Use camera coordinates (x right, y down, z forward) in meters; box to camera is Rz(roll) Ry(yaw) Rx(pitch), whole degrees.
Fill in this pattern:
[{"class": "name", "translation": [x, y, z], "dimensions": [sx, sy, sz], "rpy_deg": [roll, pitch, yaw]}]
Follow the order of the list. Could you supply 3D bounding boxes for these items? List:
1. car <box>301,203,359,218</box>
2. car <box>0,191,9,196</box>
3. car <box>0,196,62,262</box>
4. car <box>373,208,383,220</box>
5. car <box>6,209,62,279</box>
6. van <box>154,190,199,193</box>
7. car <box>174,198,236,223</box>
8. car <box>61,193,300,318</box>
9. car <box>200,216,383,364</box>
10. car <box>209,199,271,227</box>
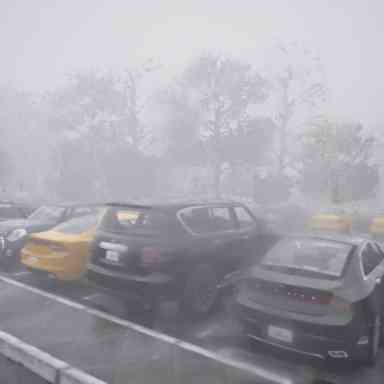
[{"class": "car", "translation": [7.990, 1.388, 18.406], "dimensions": [1.946, 1.575, 5.366], "rpy_deg": [2, 1, 36]}, {"class": "car", "translation": [-23.234, 0.870, 40.520], "dimensions": [2.097, 1.535, 5.008], "rpy_deg": [3, 2, 36]}, {"class": "car", "translation": [-4.245, 1.132, 10.940], "dimensions": [2.185, 1.767, 4.553], "rpy_deg": [2, 1, 36]}, {"class": "car", "translation": [10.250, 1.444, 16.763], "dimensions": [1.946, 1.575, 5.366], "rpy_deg": [2, 1, 36]}, {"class": "car", "translation": [-2.022, 1.333, 9.279], "dimensions": [2.097, 1.535, 5.008], "rpy_deg": [2, 1, 36]}, {"class": "van", "translation": [-1.213, 0.863, 24.712], "dimensions": [1.878, 1.987, 4.442], "rpy_deg": [2, 2, 36]}, {"class": "car", "translation": [1.018, 1.205, 23.250], "dimensions": [2.002, 1.452, 4.674], "rpy_deg": [2, 1, 36]}, {"class": "car", "translation": [0.261, 1.147, 7.660], "dimensions": [2.435, 2.045, 5.566], "rpy_deg": [2, 1, 36]}, {"class": "car", "translation": [2.492, 1.455, 5.995], "dimensions": [2.231, 1.521, 4.892], "rpy_deg": [1, 1, 36]}, {"class": "car", "translation": [3.269, 1.287, 21.613], "dimensions": [2.002, 1.452, 4.674], "rpy_deg": [2, 1, 36]}]
